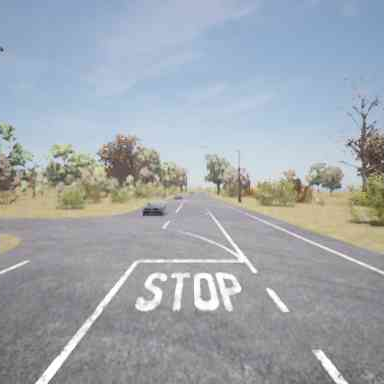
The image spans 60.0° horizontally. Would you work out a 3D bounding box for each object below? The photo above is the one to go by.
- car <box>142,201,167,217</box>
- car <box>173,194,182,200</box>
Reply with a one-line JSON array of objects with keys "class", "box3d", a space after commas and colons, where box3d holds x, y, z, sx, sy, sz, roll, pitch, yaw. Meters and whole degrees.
[{"class": "car", "box3d": [-3.424, 1.501, 30.695, 1.895, 1.301, 4.718, 0, 0, 0]}, {"class": "car", "box3d": [-3.405, 1.218, 81.092, 1.994, 1.385, 4.181, 0, 0, 2]}]
